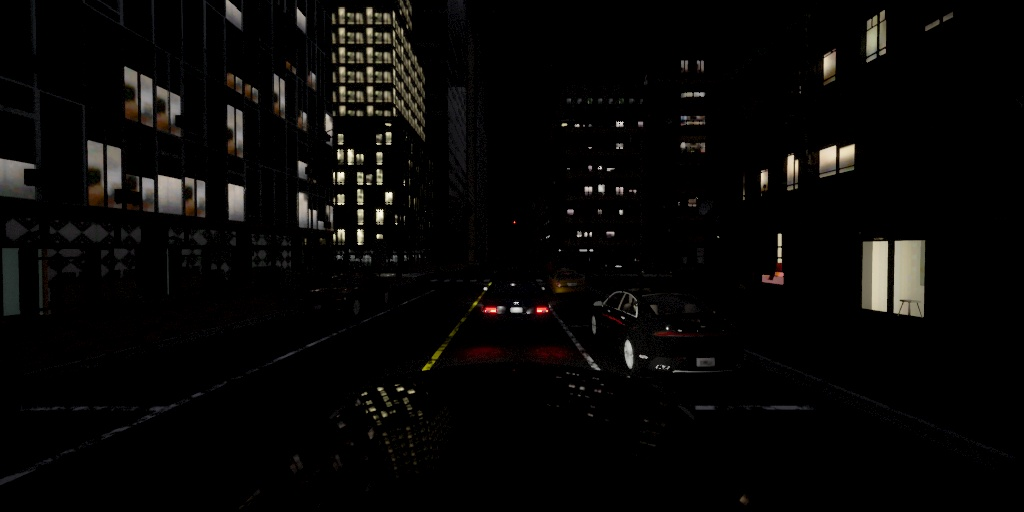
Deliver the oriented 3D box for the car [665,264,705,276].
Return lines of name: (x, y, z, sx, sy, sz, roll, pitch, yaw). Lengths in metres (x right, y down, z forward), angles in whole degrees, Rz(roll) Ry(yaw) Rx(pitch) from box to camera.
car: (19.804, 1.495, 39.185, 4.718, 1.301, 1.895, 0, 1, 1)

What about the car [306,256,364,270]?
car: (-17.667, 1.108, 36.421, 5.008, 1.535, 1.882, 0, 1, -1)

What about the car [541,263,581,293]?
car: (2.776, 1.271, 18.824, 1.751, 1.417, 4.829, 0, 0, 0)

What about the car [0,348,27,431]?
car: (-5.796, 1.300, 1.757, 2.007, 1.370, 4.403, 0, 0, 0)

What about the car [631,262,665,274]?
car: (16.210, 1.372, 41.826, 4.403, 1.370, 2.007, 0, 0, 1)

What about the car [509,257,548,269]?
car: (2.506, 1.213, 42.424, 5.008, 1.535, 1.882, 0, 1, 39)

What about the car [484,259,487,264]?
car: (-5.840, 1.303, 62.242, 1.948, 1.339, 4.313, 0, 0, 0)

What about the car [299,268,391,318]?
car: (-5.850, 1.292, 13.046, 1.888, 1.381, 4.507, 0, 0, 0)

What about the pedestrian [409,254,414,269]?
pedestrian: (-12.655, 0.669, 45.089, 0.375, 1.860, 0.375, 0, 0, 1)

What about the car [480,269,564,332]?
car: (0.079, 1.295, 10.801, 2.033, 1.411, 5.357, 0, 0, 0)

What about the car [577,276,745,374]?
car: (2.804, 1.299, 7.365, 2.007, 1.370, 4.403, 0, 0, 0)

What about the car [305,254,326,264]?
car: (-23.313, 0.749, 39.689, 5.566, 2.045, 2.150, 0, 1, 1)

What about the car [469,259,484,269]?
car: (-5.825, 1.263, 56.418, 1.751, 1.417, 4.829, 0, 0, 0)

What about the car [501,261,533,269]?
car: (0.045, 1.249, 21.223, 1.837, 1.490, 4.892, 0, 0, 0)
